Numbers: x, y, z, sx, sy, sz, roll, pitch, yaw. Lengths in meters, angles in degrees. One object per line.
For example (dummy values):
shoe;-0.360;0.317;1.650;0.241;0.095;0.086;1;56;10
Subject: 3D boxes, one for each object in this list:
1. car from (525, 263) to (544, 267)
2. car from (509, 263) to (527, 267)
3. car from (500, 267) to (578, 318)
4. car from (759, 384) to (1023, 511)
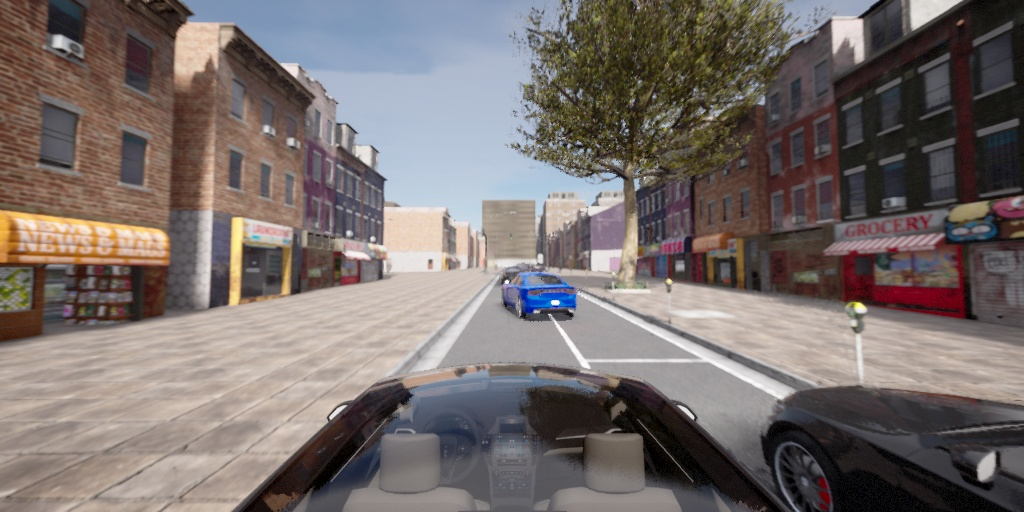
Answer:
car;2.631;1.594;37.871;1.967;1.591;4.097;0;0;0
car;0.086;1.580;29.899;1.812;1.442;4.674;0;-1;0
car;0.862;1.349;13.759;1.882;1.535;5.008;0;-1;-12
car;3.024;1.270;1.102;1.812;1.442;4.674;0;-1;0
